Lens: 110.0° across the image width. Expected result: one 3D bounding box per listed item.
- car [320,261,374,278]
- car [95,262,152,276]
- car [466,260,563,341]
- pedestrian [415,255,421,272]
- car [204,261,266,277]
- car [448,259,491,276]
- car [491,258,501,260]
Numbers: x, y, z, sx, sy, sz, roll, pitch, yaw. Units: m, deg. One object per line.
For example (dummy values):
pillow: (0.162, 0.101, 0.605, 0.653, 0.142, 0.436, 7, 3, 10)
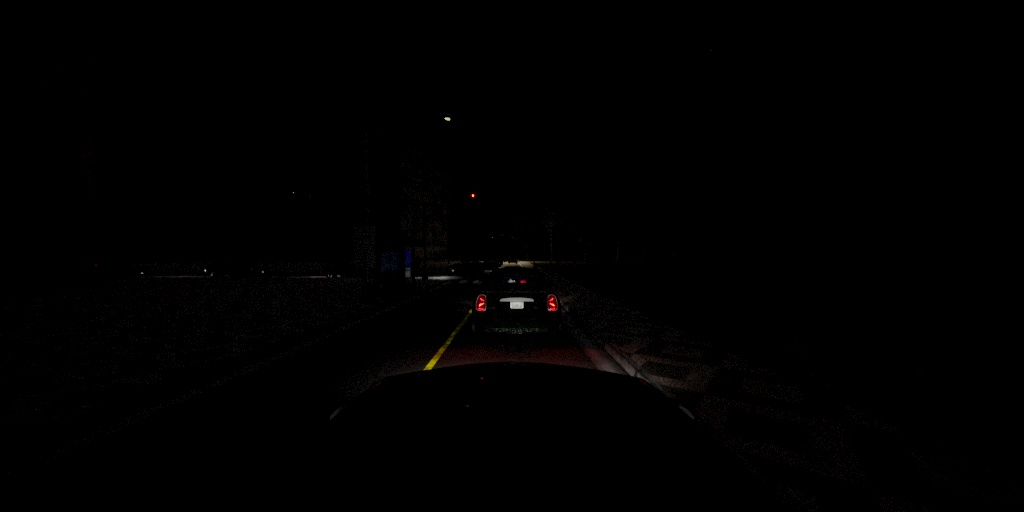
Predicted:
car: (-14.453, 1.191, 32.014, 4.902, 1.511, 2.128, 0, 1, 2)
car: (-35.787, 1.240, 32.625, 4.718, 1.301, 1.895, 0, 1, 2)
car: (0.114, 1.099, 9.972, 2.097, 1.767, 4.553, 0, 0, 0)
pedestrian: (-9.980, 0.799, 38.122, 0.375, 1.860, 0.375, 0, 0, 2)
car: (-24.857, 1.162, 32.307, 4.902, 1.511, 2.128, 0, 1, 2)
car: (-4.698, 1.203, 37.552, 2.128, 1.511, 4.902, 1, 0, 27)
car: (-2.954, 1.171, 51.606, 1.882, 1.535, 5.008, 0, 0, 0)
